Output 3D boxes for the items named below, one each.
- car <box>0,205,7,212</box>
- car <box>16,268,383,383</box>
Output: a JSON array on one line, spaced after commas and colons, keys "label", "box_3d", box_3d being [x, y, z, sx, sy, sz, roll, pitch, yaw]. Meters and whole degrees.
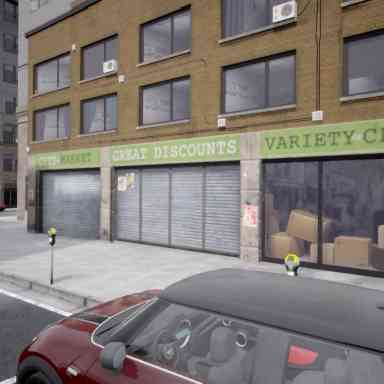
[{"label": "car", "box_3d": [-19.429, 1.458, 29.774, 1.895, 1.301, 4.718, 1, 1, 34]}, {"label": "car", "box_3d": [0.240, 1.440, 2.894, 4.097, 1.590, 1.967, 0, 1, 35]}]
